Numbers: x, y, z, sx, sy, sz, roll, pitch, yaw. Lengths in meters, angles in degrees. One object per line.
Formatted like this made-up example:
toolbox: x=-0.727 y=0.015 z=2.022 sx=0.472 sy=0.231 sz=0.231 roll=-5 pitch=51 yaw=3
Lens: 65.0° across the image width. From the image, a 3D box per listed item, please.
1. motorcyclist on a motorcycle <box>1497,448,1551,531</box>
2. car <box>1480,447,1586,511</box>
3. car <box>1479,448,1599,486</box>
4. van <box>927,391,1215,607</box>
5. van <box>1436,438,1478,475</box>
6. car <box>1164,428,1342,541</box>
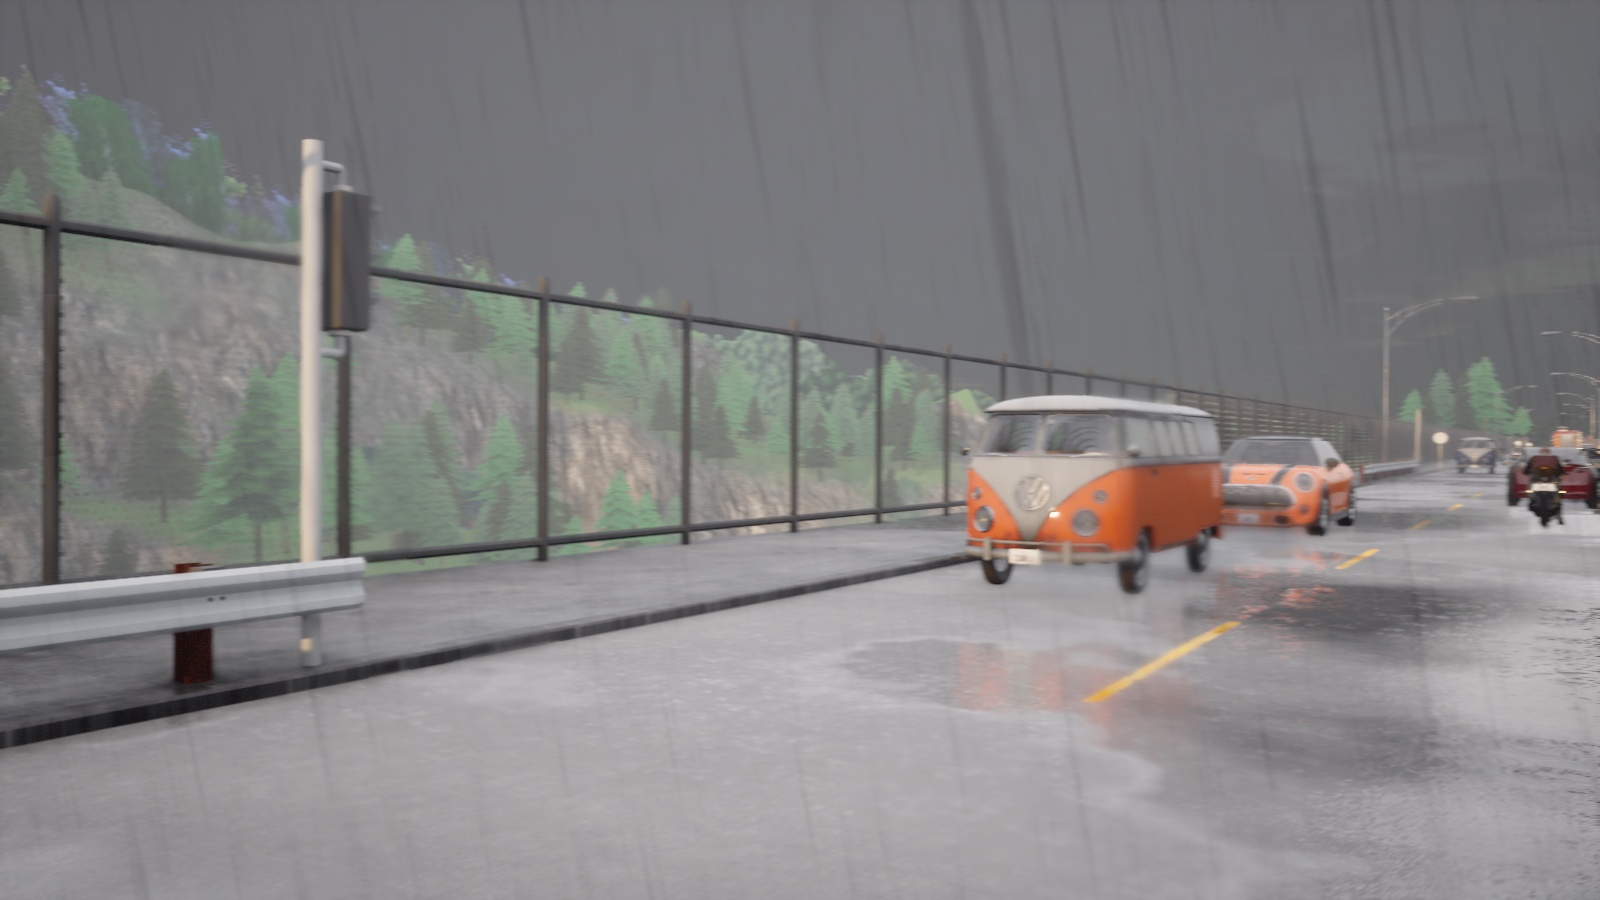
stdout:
motorcyclist on a motorcycle: x=14.117 y=0.733 z=24.452 sx=0.866 sy=1.530 sz=2.191 roll=1 pitch=0 yaw=31
car: x=18.762 y=0.683 z=32.184 sx=2.163 sy=1.488 sz=4.792 roll=1 pitch=0 yaw=30
car: x=30.021 y=0.665 z=50.674 sx=4.193 sy=1.474 sz=1.816 roll=0 pitch=0 yaw=2
van: x=3.172 y=0.436 z=13.918 sx=1.775 sy=1.987 sz=4.442 roll=1 pitch=0 yaw=31
van: x=36.544 y=0.333 z=69.805 sx=1.775 sy=1.987 sz=4.442 roll=1 pitch=0 yaw=31
car: x=8.097 y=0.526 z=22.169 sx=2.097 sy=1.767 sz=4.553 roll=1 pitch=0 yaw=31
